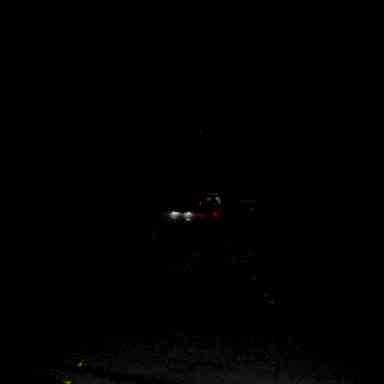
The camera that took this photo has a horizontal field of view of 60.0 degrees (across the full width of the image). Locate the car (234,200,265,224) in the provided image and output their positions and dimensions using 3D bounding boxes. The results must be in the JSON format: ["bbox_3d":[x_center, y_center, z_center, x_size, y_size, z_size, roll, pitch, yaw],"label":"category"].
[{"bbox_3d":[4.051,1.333,23.881,1.970,1.475,3.806,0,0,4],"label":"car"}]

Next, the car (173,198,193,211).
[{"bbox_3d":[-1.005,1.401,39.004,1.882,1.535,5.008,0,0,6],"label":"car"}]

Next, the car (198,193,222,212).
[{"bbox_3d":[1.984,1.283,38.347,2.097,1.767,4.553,0,0,7],"label":"car"}]

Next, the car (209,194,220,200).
[{"bbox_3d":[5.406,1.276,79.766,1.994,1.385,4.181,0,0,12],"label":"car"}]

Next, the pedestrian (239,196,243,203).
[{"bbox_3d":[3.914,1.197,26.256,0.375,1.860,0.375,-1,1,-11],"label":"pedestrian"}]

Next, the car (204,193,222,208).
[{"bbox_3d":[3.118,1.188,48.360,2.150,2.045,5.566,0,0,7],"label":"car"}]
